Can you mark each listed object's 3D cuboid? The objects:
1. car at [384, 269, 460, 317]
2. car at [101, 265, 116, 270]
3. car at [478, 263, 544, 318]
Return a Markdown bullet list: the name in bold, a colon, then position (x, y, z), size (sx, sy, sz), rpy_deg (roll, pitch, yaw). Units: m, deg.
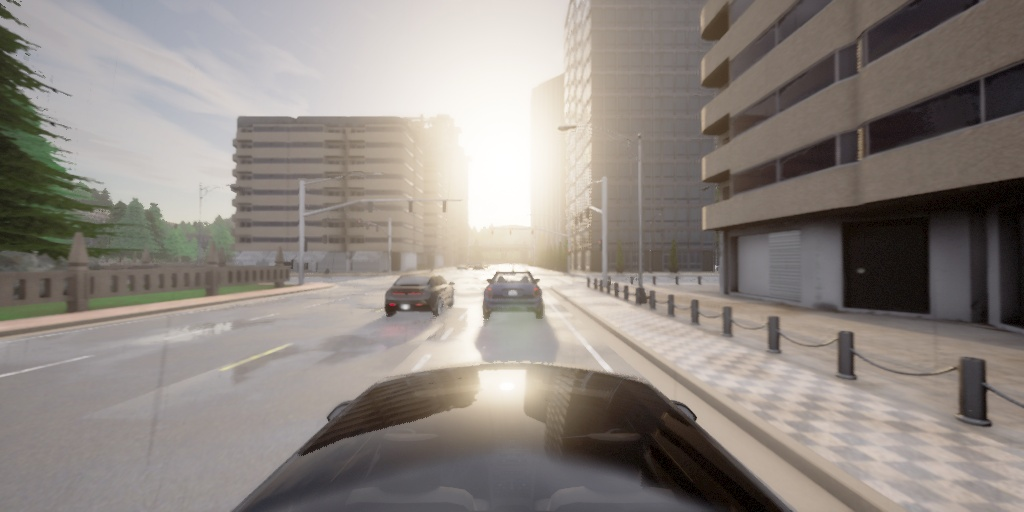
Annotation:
- **car**: position (-3.450, 1.426, 14.106), size (1.837, 1.490, 4.892), rpy_deg (0, 0, 1)
- **car**: position (-45.971, 1.731, 40.630), size (4.892, 1.490, 1.837), rpy_deg (0, 0, 29)
- **car**: position (0.050, 1.270, 13.970), size (2.097, 1.767, 4.553), rpy_deg (0, -1, 0)
